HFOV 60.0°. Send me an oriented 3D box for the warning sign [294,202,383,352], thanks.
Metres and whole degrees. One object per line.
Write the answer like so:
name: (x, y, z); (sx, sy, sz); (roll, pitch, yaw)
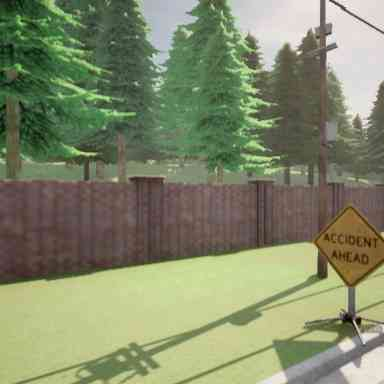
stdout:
warning sign: (2.425, 1.099, 5.046); (1.060, 1.860, 1.300); (0, 0, -36)
